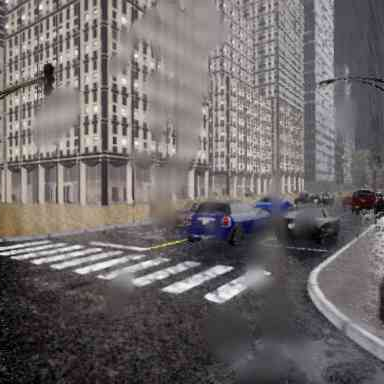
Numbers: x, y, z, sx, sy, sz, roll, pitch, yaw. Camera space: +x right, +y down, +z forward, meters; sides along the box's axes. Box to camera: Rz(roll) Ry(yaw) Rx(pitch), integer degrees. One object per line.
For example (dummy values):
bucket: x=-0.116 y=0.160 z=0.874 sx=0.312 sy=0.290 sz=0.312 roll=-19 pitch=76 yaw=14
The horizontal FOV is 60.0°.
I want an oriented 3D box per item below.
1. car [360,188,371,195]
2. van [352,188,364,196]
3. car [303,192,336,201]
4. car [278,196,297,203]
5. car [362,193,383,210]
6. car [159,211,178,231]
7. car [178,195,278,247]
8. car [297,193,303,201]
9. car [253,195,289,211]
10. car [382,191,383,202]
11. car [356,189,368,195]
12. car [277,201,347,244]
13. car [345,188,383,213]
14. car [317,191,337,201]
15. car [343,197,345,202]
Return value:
car: x=43.634 y=-0.151 z=83.460 sx=1.967 sy=1.590 sz=4.097 roll=1 pitch=1 yaw=35
van: x=37.123 y=-0.064 z=74.225 sx=1.690 sy=1.788 sz=3.998 roll=1 pitch=2 yaw=35
car: x=14.847 y=0.784 z=38.124 sx=2.128 sy=1.511 sz=4.902 roll=0 pitch=1 yaw=35
car: x=6.283 y=1.022 z=26.024 sx=1.882 sy=1.535 sz=5.008 roll=0 pitch=1 yaw=35
car: x=18.066 y=0.843 z=32.665 sx=1.752 sy=1.417 sz=4.829 roll=1 pitch=1 yaw=35
car: x=0.565 y=1.261 z=17.918 sx=2.033 sy=1.411 sz=5.357 roll=0 pitch=1 yaw=35
car: x=1.706 y=1.097 z=13.944 sx=2.097 sy=1.767 sz=4.553 roll=0 pitch=1 yaw=34
car: x=14.338 y=0.820 z=41.920 sx=1.947 sy=1.339 sz=4.313 roll=1 pitch=2 yaw=35
car: x=7.828 y=1.011 z=32.689 sx=1.947 sy=1.339 sz=4.313 roll=1 pitch=2 yaw=35
car: x=27.831 y=0.558 z=46.512 sx=1.752 sy=1.417 sz=4.829 roll=1 pitch=1 yaw=35
car: x=40.379 y=0.068 z=78.846 sx=1.947 sy=1.339 sz=4.313 roll=1 pitch=2 yaw=35
car: x=4.948 y=1.271 z=14.064 sx=1.947 sy=1.339 sz=4.313 roll=1 pitch=2 yaw=35
car: x=14.713 y=0.731 z=27.905 sx=2.192 sy=1.841 sz=5.009 roll=1 pitch=1 yaw=35
car: x=20.848 y=0.609 z=51.152 sx=1.887 sy=1.381 sz=4.507 roll=1 pitch=2 yaw=35
car: x=18.487 y=0.815 z=37.778 sx=1.994 sy=1.385 sz=4.181 roll=0 pitch=1 yaw=35
